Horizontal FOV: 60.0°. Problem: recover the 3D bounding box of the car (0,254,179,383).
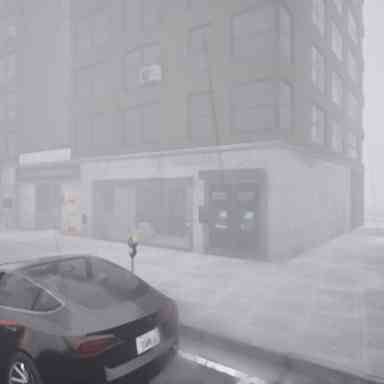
[{"bbox_3d":[-2.137,1.553,4.616,4.313,1.339,1.947,0,0,36],"label":"car"}]
